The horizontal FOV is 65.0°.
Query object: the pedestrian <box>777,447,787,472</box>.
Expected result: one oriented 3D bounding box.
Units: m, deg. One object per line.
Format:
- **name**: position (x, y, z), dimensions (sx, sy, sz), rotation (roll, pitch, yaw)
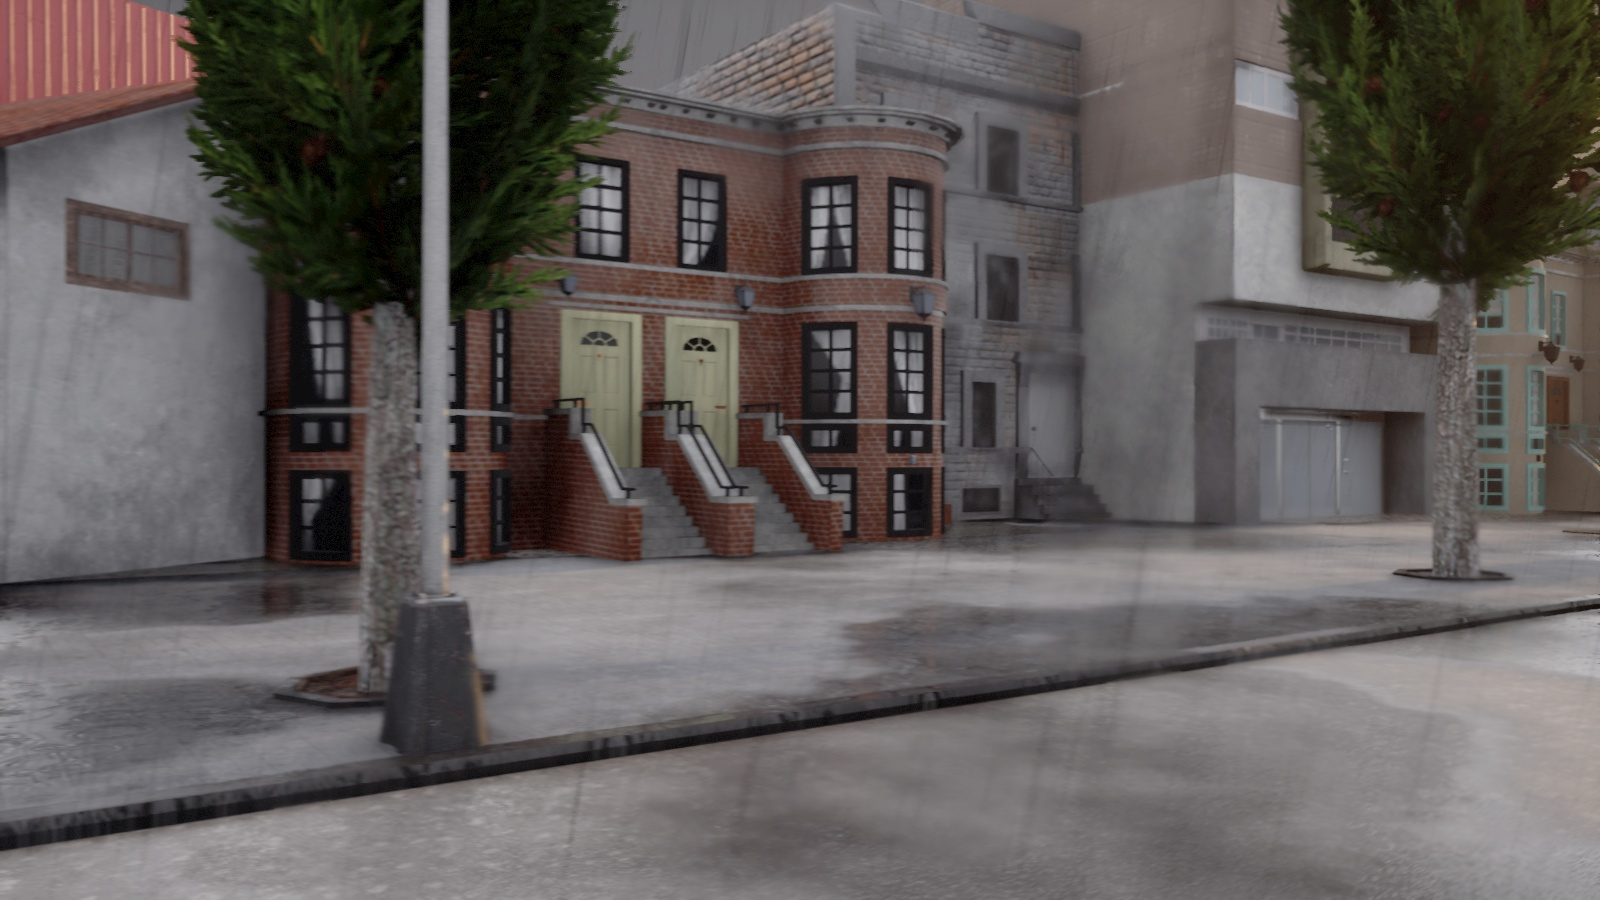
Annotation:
- **pedestrian**: position (-1.267, 0.674, 89.417), dimensions (0.354, 1.836, 0.706), rotation (0, 0, -33)
